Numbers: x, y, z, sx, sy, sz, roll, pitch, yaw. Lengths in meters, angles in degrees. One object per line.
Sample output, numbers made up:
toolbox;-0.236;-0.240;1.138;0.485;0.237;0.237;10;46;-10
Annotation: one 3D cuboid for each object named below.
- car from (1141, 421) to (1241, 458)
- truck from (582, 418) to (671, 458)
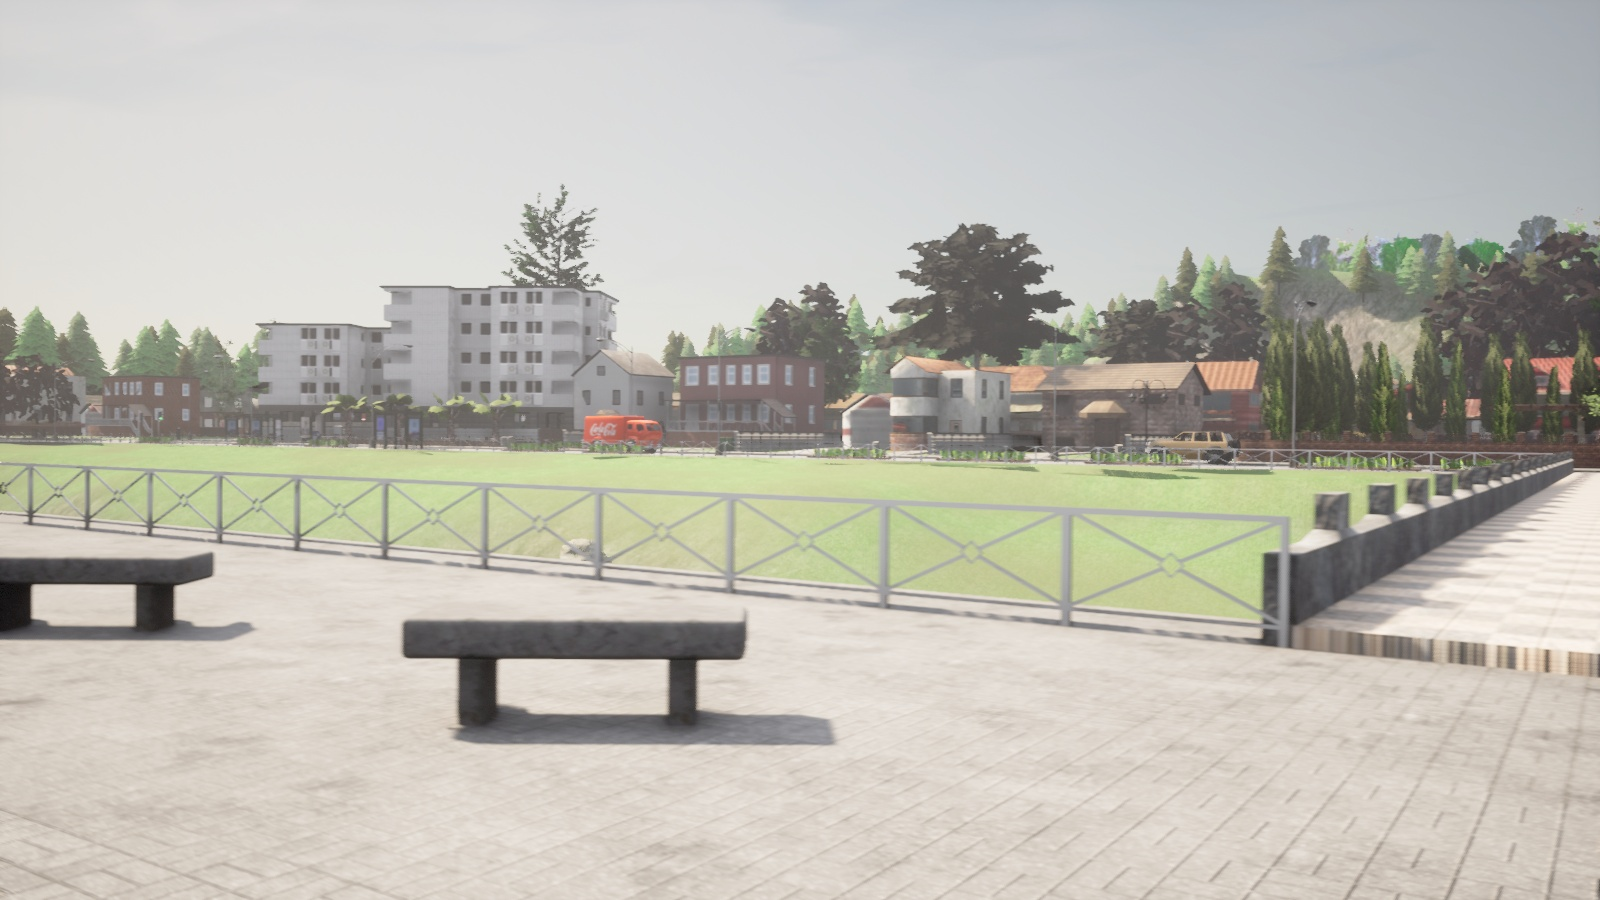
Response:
car;20.176;-0.520;64.865;4.605;1.855;1.932;0;1;34
truck;-11.172;-0.758;80.893;5.204;2.467;2.627;0;1;34
